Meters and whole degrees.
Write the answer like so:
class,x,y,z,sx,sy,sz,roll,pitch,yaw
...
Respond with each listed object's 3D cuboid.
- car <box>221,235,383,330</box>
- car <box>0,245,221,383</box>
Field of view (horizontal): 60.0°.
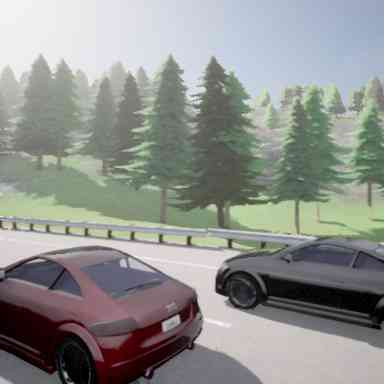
class,x,y,z,sx,sy,sz,roll,pitch,yaw
car,2.530,1.550,6.362,4.181,1.385,1.994,0,0,35
car,-1.902,1.557,5.165,4.181,1.385,1.994,0,0,34
